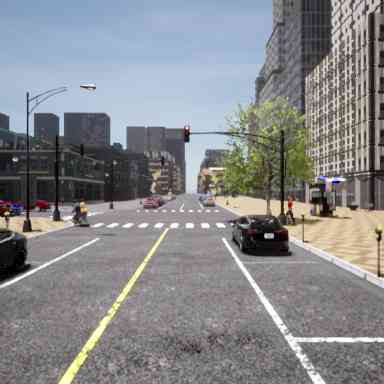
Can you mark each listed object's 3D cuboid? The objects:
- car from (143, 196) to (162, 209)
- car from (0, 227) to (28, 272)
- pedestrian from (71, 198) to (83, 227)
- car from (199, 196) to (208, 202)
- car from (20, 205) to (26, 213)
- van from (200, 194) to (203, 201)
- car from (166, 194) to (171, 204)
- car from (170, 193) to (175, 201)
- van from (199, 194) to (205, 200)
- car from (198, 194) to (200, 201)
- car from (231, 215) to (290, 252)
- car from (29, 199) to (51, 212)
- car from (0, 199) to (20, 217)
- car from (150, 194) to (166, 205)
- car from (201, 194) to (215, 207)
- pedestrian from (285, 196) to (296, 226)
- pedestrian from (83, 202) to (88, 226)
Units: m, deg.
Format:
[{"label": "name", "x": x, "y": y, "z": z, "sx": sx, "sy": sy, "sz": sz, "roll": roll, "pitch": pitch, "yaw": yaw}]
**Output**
[{"label": "car", "x": -5.689, "y": 1.579, "z": 46.148, "sx": 1.802, "sy": 1.307, "sz": 4.206, "roll": 0, "pitch": 0, "yaw": 0}, {"label": "car", "x": -5.687, "y": 1.565, "z": 8.133, "sx": 1.947, "sy": 1.339, "sz": 4.313, "roll": 0, "pitch": 0, "yaw": 0}, {"label": "pedestrian", "x": -7.337, "y": 1.292, "z": 21.199, "sx": 0.375, "sy": 1.860, "sz": 0.375, "roll": 0, "pitch": 0, "yaw": 0}, {"label": "car", "x": 2.690, "y": 1.562, "z": 79.457, "sx": 1.947, "sy": 1.339, "sz": 4.313, "roll": 0, "pitch": 0, "yaw": 0}, {"label": "car", "x": -17.374, "y": 1.318, "z": 29.347, "sx": 4.674, "sy": 1.442, "sz": 1.812, "roll": 1, "pitch": 0, "yaw": -2}, {"label": "van", "x": 2.692, "y": 1.338, "z": 57.253, "sx": 1.690, "sy": 1.788, "sz": 3.998, "roll": 0, "pitch": 0, "yaw": 0}, {"label": "car", "x": -5.690, "y": 1.547, "z": 62.802, "sx": 2.008, "sy": 1.369, "sz": 4.403, "roll": 0, "pitch": 0, "yaw": 0}, {"label": "car", "x": -5.690, "y": 1.522, "z": 79.285, "sx": 1.752, "sy": 1.417, "sz": 4.829, "roll": 0, "pitch": 0, "yaw": 0}, {"label": "van", "x": 2.691, "y": 1.338, "z": 90.559, "sx": 1.690, "sy": 1.788, "sz": 3.998, "roll": 0, "pitch": 0, "yaw": 0}, {"label": "car", "x": 2.690, "y": 1.547, "z": 68.355, "sx": 2.008, "sy": 1.369, "sz": 4.403, "roll": 0, "pitch": 0, "yaw": 0}, {"label": "car", "x": 2.693, "y": 1.565, "z": 13.673, "sx": 1.947, "sy": 1.339, "sz": 4.313, "roll": 0, "pitch": 0, "yaw": 0}, {"label": "car", "x": -17.271, "y": 1.367, "z": 35.151, "sx": 4.507, "sy": 1.381, "sz": 1.887, "roll": 1, "pitch": -1, "yaw": -1}, {"label": "car", "x": -17.149, "y": 1.098, "z": 26.776, "sx": 5.009, "sy": 1.841, "sz": 2.192, "roll": 1, "pitch": -1, "yaw": -1}, {"label": "car", "x": -5.688, "y": 1.312, "z": 51.699, "sx": 2.192, "sy": 1.841, "sz": 5.009, "roll": 0, "pitch": 0, "yaw": 0}, {"label": "car", "x": 2.691, "y": 1.522, "z": 51.872, "sx": 1.752, "sy": 1.417, "sz": 4.829, "roll": 0, "pitch": 0, "yaw": 0}, {"label": "pedestrian", "x": 6.095, "y": 1.140, "z": 20.632, "sx": 0.375, "sy": 1.860, "sz": 0.375, "roll": 0, "pitch": 0, "yaw": 0}, {"label": "pedestrian", "x": -7.235, "y": 1.292, "z": 21.852, "sx": 0.375, "sy": 1.860, "sz": 0.375, "roll": 0, "pitch": 0, "yaw": 0}]
